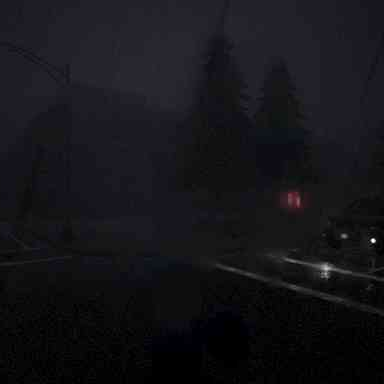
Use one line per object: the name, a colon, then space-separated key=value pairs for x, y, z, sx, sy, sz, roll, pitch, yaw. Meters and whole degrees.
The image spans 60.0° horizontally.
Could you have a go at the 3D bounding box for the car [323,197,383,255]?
car: x=7.745 y=1.248 z=13.719 sx=5.566 sy=2.045 sz=2.150 roll=0 pitch=0 yaw=-36
